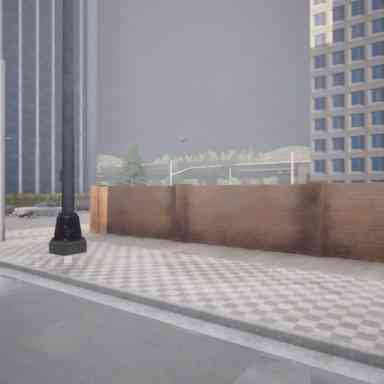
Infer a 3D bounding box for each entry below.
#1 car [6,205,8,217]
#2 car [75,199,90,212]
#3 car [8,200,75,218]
[{"bbox_3d":[-18.224,1.547,29.252,2.033,1.411,5.357,0,0,32],"label":"car"},{"bbox_3d":[-12.415,1.547,37.483,2.033,1.411,5.357,0,0,35],"label":"car"},{"bbox_3d":[-13.420,1.601,29.947,1.895,1.301,4.718,0,0,35],"label":"car"}]
